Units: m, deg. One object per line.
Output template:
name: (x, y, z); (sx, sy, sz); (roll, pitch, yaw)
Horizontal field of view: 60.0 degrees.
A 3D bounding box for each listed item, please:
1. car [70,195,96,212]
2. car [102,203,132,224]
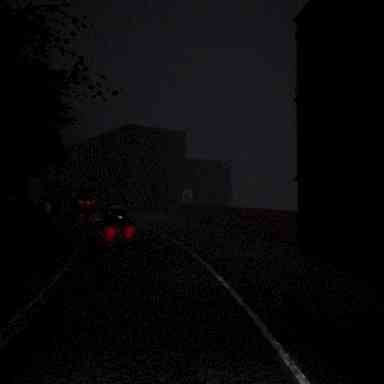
car: (-13.490, 1.386, 41.085); (2.150, 2.045, 5.566); (0, -1, -31)
car: (-5.809, 1.594, 25.456); (1.812, 1.442, 4.674); (0, 0, -20)
